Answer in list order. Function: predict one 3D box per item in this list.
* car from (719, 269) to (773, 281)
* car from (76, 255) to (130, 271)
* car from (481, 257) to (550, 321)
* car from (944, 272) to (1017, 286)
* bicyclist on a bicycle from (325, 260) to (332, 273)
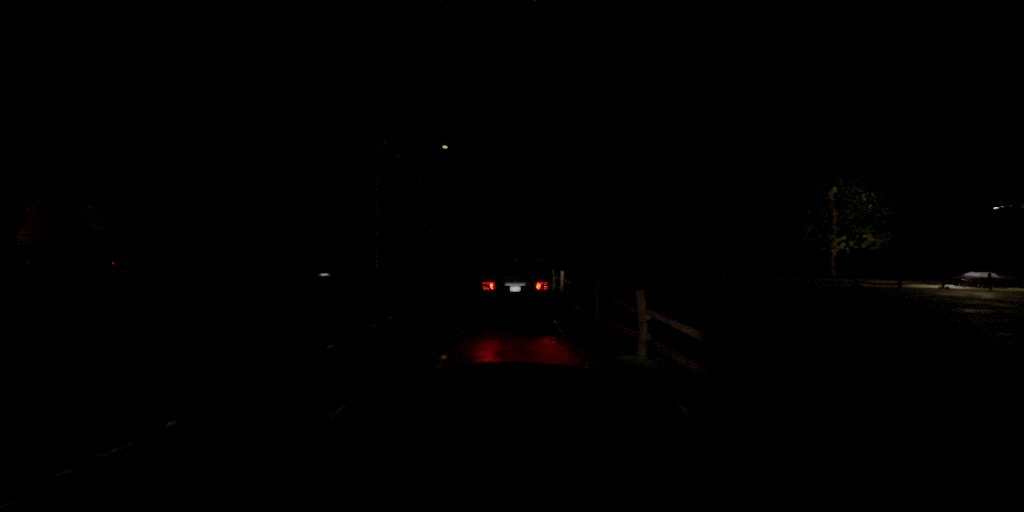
[{"bbox_3d":[24.711,2.079,38.064,4.718,1.301,1.895,1,0,2],"label":"car"},{"bbox_3d":[-46.669,0.759,40.969,4.553,1.767,2.097,1,0,3],"label":"car"},{"bbox_3d":[0.098,1.078,13.072,2.150,2.045,5.566,0,-1,0],"label":"car"},{"bbox_3d":[48.310,2.355,36.995,5.357,1.411,2.033,1,0,3],"label":"car"},{"bbox_3d":[-22.002,1.268,43.029,0.582,1.620,1.656,1,0,2],"label":"bicyclist on a bicycle"}]
